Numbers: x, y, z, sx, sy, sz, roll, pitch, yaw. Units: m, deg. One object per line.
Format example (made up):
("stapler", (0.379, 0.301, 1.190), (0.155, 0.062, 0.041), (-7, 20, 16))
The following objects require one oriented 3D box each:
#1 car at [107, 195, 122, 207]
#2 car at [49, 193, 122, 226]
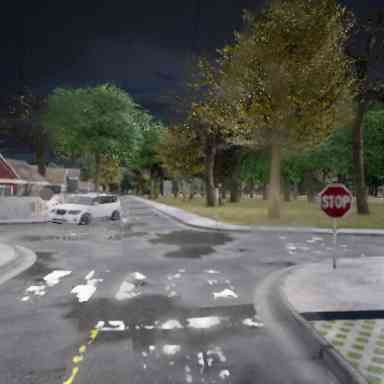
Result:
("car", (-10.538, 1.188, 45.378), (1.812, 1.442, 4.674), (0, 0, -13))
("car", (-6.770, 1.123, 22.069), (2.150, 2.045, 5.566), (4, 2, 20))
